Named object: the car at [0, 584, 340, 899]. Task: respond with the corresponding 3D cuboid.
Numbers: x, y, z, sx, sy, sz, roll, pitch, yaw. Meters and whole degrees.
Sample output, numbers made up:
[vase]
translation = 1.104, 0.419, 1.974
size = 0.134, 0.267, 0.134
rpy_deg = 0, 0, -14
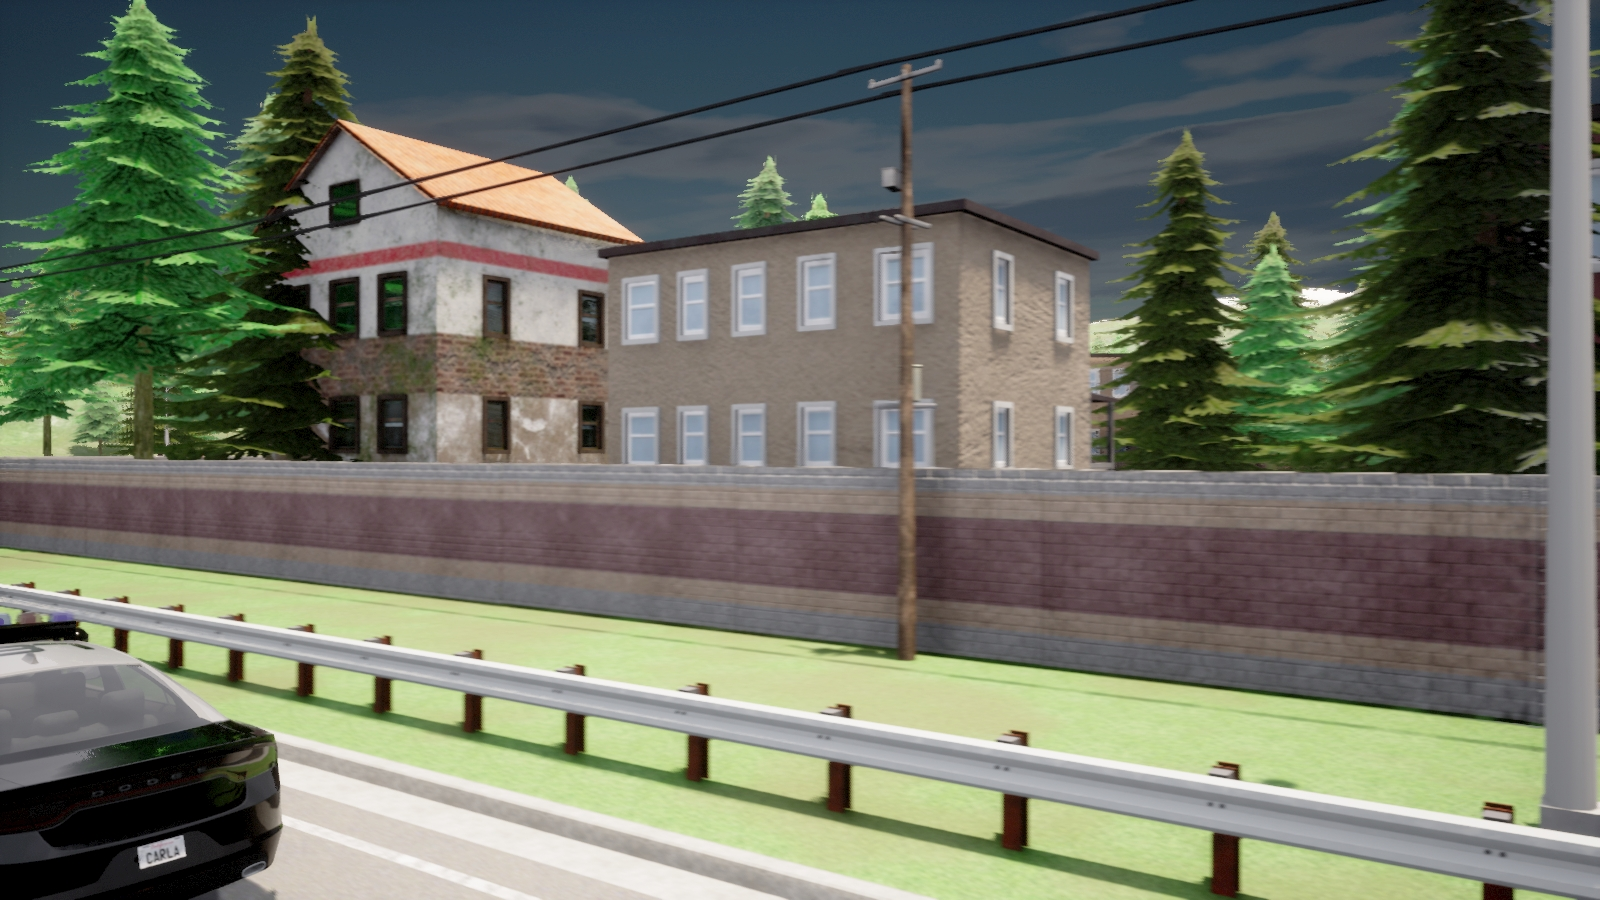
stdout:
[car]
translation = -5.587, 1.982, 7.694
size = 5.238, 1.638, 2.097
rpy_deg = 0, 0, 35
